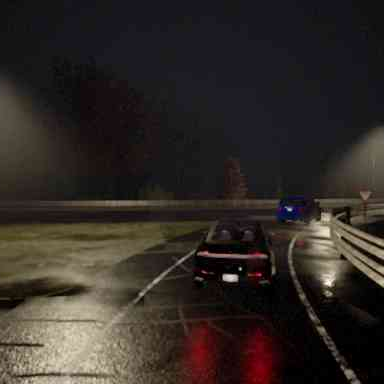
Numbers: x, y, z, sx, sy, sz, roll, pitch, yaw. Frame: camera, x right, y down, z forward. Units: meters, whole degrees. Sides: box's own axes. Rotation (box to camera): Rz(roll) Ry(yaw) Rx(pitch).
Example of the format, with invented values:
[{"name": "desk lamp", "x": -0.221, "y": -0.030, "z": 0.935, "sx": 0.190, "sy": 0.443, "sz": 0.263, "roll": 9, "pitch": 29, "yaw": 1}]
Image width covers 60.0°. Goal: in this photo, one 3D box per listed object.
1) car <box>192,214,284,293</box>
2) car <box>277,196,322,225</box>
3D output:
[{"name": "car", "x": 1.260, "y": 1.522, "z": 9.091, "sx": 2.128, "sy": 1.511, "sz": 4.902, "roll": 0, "pitch": 0, "yaw": 11}, {"name": "car", "x": 8.118, "y": 1.307, "z": 24.906, "sx": 2.150, "sy": 2.045, "sz": 5.566, "roll": 0, "pitch": 0, "yaw": 33}]
